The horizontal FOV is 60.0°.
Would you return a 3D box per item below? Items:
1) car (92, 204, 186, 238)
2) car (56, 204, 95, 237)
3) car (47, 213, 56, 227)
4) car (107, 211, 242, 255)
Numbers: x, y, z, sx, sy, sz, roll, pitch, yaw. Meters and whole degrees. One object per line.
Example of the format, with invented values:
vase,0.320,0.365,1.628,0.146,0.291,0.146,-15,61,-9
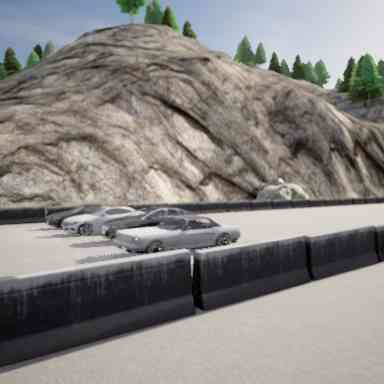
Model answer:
car,-1.802,1.444,15.683,4.902,1.511,2.128,0,0,-36
car,-4.528,1.483,18.028,4.674,1.442,1.812,0,0,-36
car,-6.574,1.483,20.867,4.674,1.442,1.812,0,0,-36
car,-0.447,1.558,12.343,4.718,1.301,1.895,0,0,-36
